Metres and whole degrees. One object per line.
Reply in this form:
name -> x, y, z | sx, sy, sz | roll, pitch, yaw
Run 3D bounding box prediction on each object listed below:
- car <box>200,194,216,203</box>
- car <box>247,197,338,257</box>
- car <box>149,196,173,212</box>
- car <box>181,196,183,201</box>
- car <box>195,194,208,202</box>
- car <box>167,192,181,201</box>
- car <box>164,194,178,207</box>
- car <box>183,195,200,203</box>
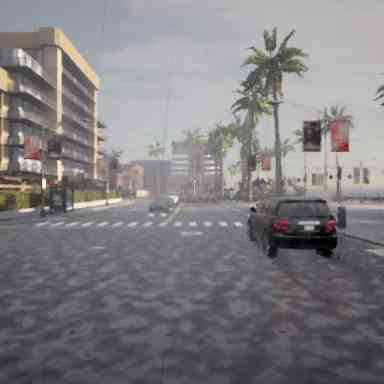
car -> 3.348, 1.192, 63.961 | 2.097, 1.767, 4.553 | 0, 0, -4
car -> 3.598, 1.189, 12.888 | 2.150, 2.045, 5.566 | 0, 0, 0
car -> -3.506, 1.472, 36.571 | 1.994, 1.385, 4.181 | 0, 0, 0
car -> -1.488, 1.367, 74.270 | 1.994, 1.385, 4.181 | 0, 0, -12
car -> 2.102, 1.315, 74.018 | 1.837, 1.490, 4.892 | 0, 0, -12
car -> -3.510, 1.079, 57.118 | 2.150, 2.045, 5.566 | 0, 0, 0
car -> -3.507, 1.430, 46.749 | 2.033, 1.411, 5.357 | 0, 0, 0
car -> -0.157, 1.331, 64.104 | 2.128, 1.511, 4.902 | 0, 0, -4
